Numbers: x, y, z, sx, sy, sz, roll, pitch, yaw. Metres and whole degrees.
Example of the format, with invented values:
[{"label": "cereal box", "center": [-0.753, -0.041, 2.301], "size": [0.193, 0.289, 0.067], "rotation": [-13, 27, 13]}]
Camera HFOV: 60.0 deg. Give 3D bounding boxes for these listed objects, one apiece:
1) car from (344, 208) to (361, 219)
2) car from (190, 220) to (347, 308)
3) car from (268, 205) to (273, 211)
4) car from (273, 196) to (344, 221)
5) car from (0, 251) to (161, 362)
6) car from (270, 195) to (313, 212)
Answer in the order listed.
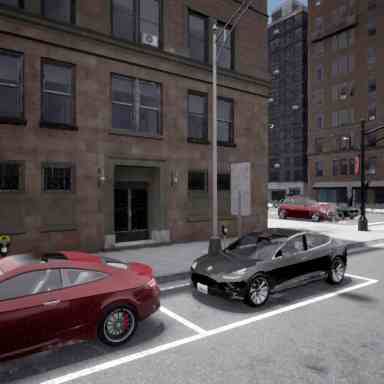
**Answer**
[{"label": "car", "center": [11.593, 1.580, 28.192], "size": [1.895, 1.301, 4.718], "rotation": [0, 0, -36]}, {"label": "car", "center": [1.981, 1.566, 7.947], "size": [4.313, 1.339, 1.947], "rotation": [0, 0, -35]}, {"label": "car", "center": [6.099, 1.457, 35.712], "size": [1.837, 1.490, 4.892], "rotation": [0, 0, -36]}, {"label": "car", "center": [9.046, 1.341, 26.170], "size": [2.097, 1.767, 4.553], "rotation": [0, 0, -36]}, {"label": "car", "center": [-2.457, 1.582, 4.782], "size": [4.206, 1.307, 1.802], "rotation": [0, 0, -35]}, {"label": "car", "center": [11.729, 1.286, 39.353], "size": [2.097, 1.767, 4.553], "rotation": [0, 0, -36]}]
